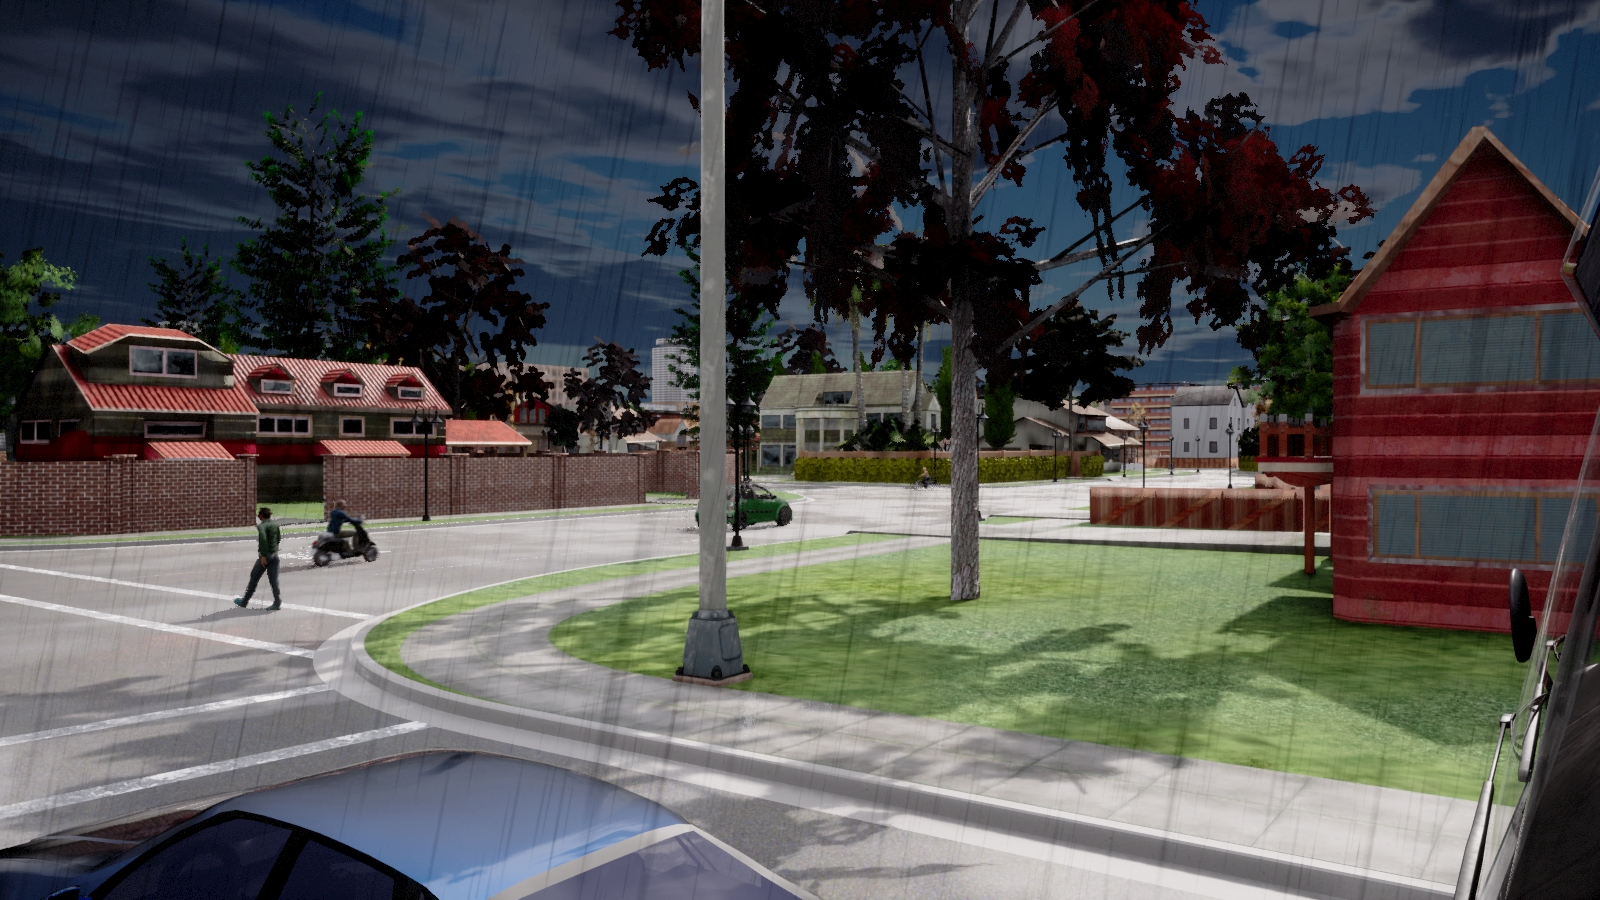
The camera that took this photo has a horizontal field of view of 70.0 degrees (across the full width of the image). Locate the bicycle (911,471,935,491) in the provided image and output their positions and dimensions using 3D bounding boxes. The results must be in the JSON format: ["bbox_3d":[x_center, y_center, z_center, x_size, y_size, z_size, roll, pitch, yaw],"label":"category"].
[{"bbox_3d":[8.116,2.056,75.388,1.487,1.301,0.859,0,0,15],"label":"bicycle"}]

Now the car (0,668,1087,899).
[{"bbox_3d":[-1.713,2.106,4.943,5.357,1.411,2.033,0,0,36],"label":"car"}]

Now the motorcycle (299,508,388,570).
[{"bbox_3d":[-11.052,2.135,27.709,0.856,1.341,1.805,0,0,36],"label":"motorcycle"}]

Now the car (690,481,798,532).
[{"bbox_3d":[-1.959,1.999,41.070,1.851,1.617,3.988,0,0,34],"label":"car"}]

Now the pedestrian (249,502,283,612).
[{"bbox_3d":[-9.246,1.848,19.785,0.375,1.860,0.375,0,0,19],"label":"pedestrian"}]
